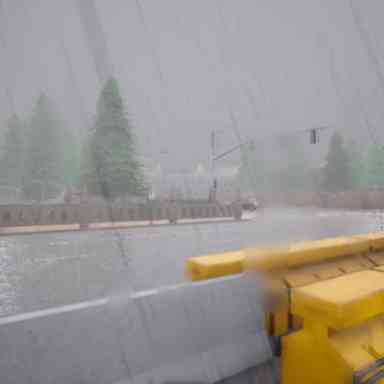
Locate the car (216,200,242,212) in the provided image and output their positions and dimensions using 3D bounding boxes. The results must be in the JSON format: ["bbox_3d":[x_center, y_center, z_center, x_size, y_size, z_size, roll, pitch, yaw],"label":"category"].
[{"bbox_3d":[3.437,1.721,40.746,1.895,1.301,4.718,0,0,-35],"label":"car"}]

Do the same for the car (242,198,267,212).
[{"bbox_3d":[7.148,1.489,41.580,2.097,1.767,4.553,0,0,-35],"label":"car"}]
